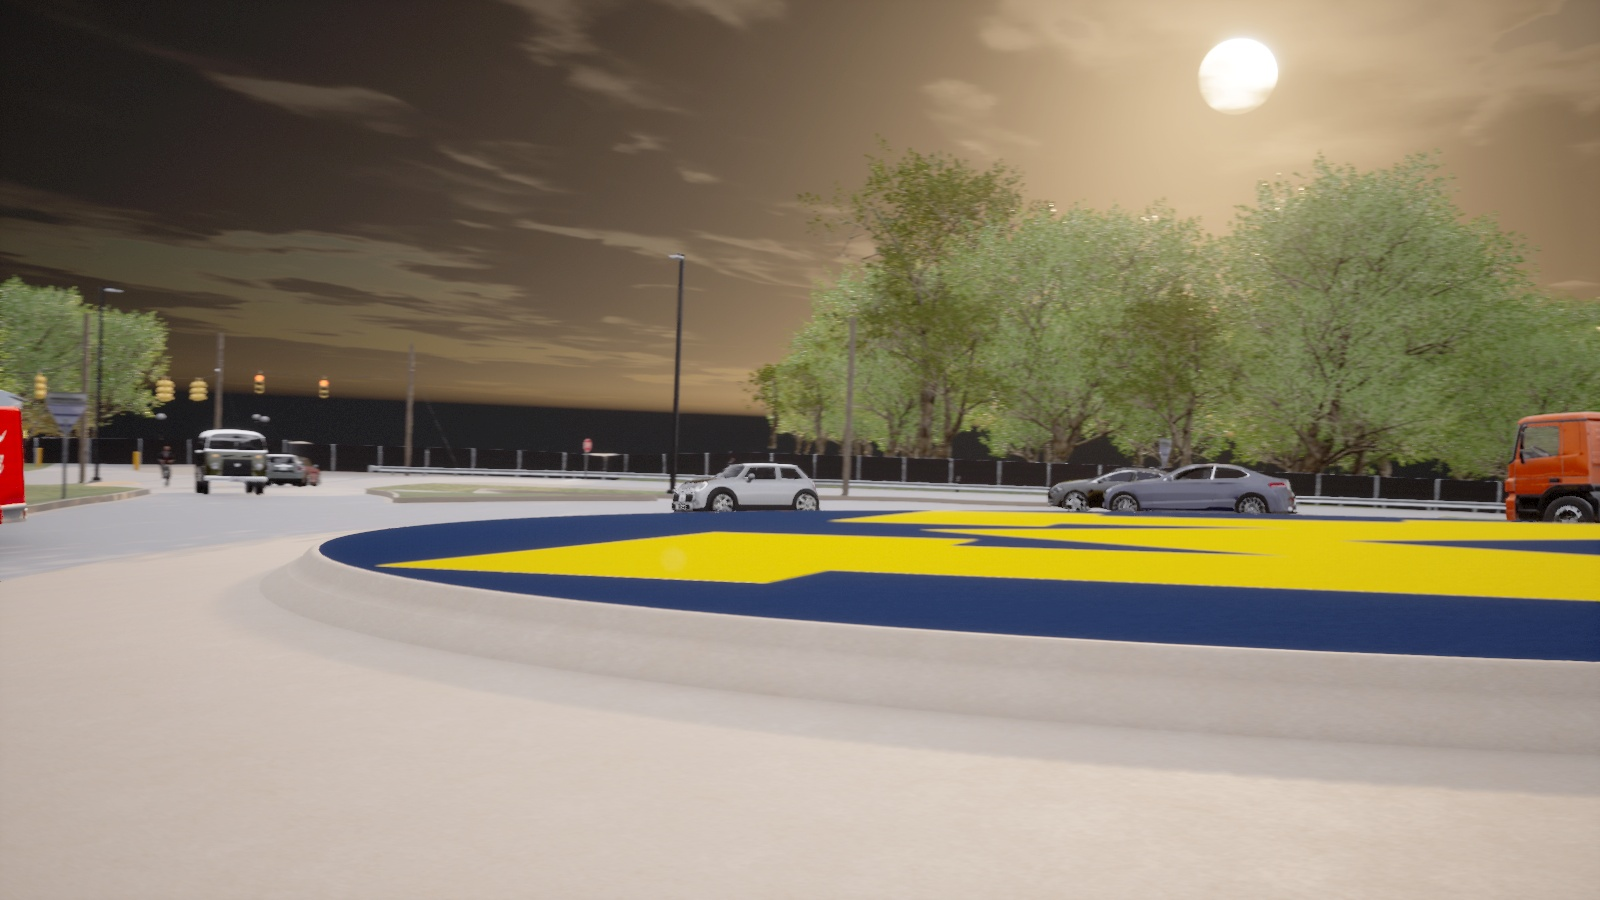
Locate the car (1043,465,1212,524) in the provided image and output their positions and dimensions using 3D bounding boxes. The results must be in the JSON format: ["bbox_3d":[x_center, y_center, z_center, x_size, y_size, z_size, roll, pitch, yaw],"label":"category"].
[{"bbox_3d":[10.272,1.349,39.350,4.902,1.511,2.128,2,1,20],"label":"car"}]

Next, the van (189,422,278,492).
[{"bbox_3d":[-17.864,0.242,39.481,2.069,2.038,4.480,3,-2,-30],"label":"van"}]

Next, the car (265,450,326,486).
[{"bbox_3d":[-26.773,0.946,66.801,2.097,1.767,4.553,3,-2,-11],"label":"car"}]

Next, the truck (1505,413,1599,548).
[{"bbox_3d":[22.519,0.761,31.529,2.891,3.462,7.936,2,-2,-33],"label":"truck"}]

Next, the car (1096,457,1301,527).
[{"bbox_3d":[10.852,1.147,34.196,5.027,1.651,2.152,1,-5,26],"label":"car"}]

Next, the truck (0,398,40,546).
[{"bbox_3d":[-14.663,0.350,19.402,2.627,2.467,5.204,3,1,0],"label":"truck"}]

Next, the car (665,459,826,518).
[{"bbox_3d":[-1.452,1.047,33.714,3.806,1.475,1.970,2,-2,-30],"label":"car"}]

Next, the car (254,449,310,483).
[{"bbox_3d":[-24.108,0.739,58.397,1.970,1.475,3.806,2,-1,-28],"label":"car"}]
